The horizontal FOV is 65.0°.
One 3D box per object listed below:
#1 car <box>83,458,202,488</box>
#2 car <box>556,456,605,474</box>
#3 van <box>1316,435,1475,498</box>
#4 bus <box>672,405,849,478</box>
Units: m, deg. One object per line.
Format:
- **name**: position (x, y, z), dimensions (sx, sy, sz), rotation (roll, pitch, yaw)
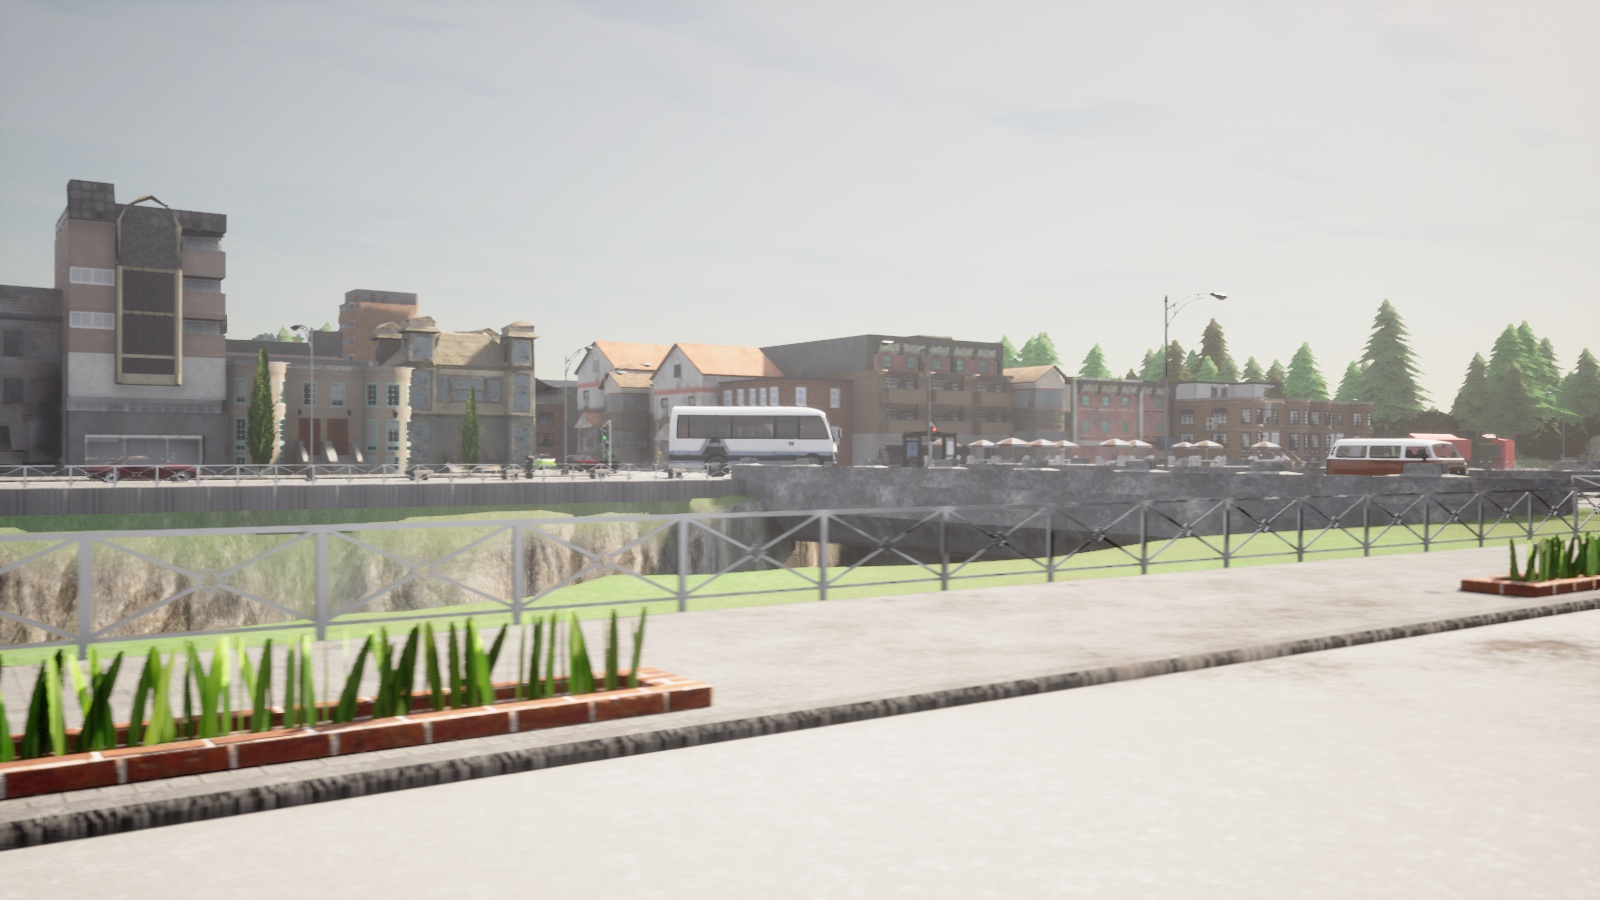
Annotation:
- **car**: position (-30.474, 1.052, 58.252), dimensions (4.718, 1.301, 1.895), rotation (0, 0, -35)
- **car**: position (-16.875, 1.117, 96.386), dimensions (1.895, 1.301, 4.718), rotation (0, 0, -34)
- **van**: position (20.314, 0.531, 43.000), dimensions (2.069, 2.038, 4.480), rotation (0, 0, -35)
- **bus**: position (-2.237, -0.443, 74.996), dimensions (10.273, 4.253, 3.944), rotation (0, -1, 1)
